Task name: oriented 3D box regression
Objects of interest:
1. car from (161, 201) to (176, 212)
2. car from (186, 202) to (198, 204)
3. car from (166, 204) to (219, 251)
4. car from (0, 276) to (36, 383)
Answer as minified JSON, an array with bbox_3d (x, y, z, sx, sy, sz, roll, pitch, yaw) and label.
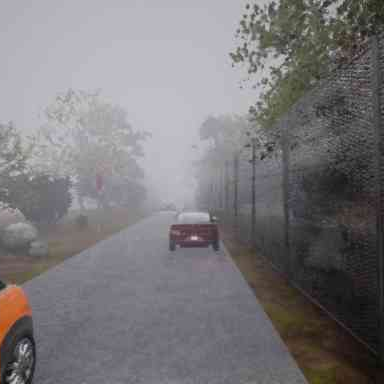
[{"bbox_3d":[-2.998,1.902,43.865,1.994,1.385,4.181,0,-1,0],"label":"car"},{"bbox_3d":[-0.008,1.754,34.646,1.994,1.385,4.181,0,-1,0],"label":"car"},{"bbox_3d":[0.075,1.494,14.280,1.882,1.535,5.008,0,0,0],"label":"car"},{"bbox_3d":[-2.855,1.349,1.950,2.097,1.767,4.553,0,0,0],"label":"car"}]
